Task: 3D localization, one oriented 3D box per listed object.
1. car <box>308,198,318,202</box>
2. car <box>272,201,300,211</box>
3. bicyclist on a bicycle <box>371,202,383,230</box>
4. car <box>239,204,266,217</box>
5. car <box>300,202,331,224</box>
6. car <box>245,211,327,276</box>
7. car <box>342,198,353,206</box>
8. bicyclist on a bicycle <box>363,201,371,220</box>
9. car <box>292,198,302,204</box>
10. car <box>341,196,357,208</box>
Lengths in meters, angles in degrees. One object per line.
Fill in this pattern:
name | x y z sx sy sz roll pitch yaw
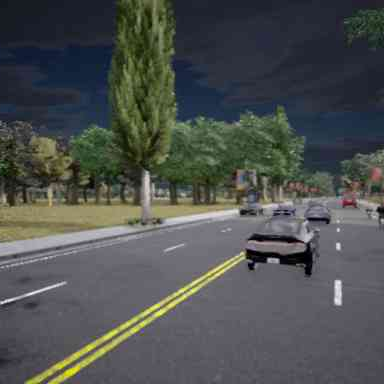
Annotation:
car | 25.953 2.018 71.212 1.812 1.442 4.674 -1 -1 24
car | 9.516 1.883 34.059 1.895 1.301 4.718 -1 -1 24
bicyclist on a bicycle | 11.979 1.500 21.044 0.659 1.776 1.843 -1 0 24
car | 6.374 1.916 34.986 1.895 1.301 4.718 -1 -1 24
car | 10.304 1.771 27.278 1.994 1.385 4.181 -1 -1 24
car | 3.080 1.582 10.842 2.128 1.511 4.902 -1 -1 24
car | 31.237 1.948 67.081 1.882 1.535 5.008 -1 -1 24
bicyclist on a bicycle | 15.805 1.628 29.702 0.866 1.612 1.509 -1 -1 23
car | 22.810 2.057 72.138 2.128 1.511 4.902 -1 -1 24
car | 26.299 1.609 55.597 2.150 2.045 5.566 -1 0 24
